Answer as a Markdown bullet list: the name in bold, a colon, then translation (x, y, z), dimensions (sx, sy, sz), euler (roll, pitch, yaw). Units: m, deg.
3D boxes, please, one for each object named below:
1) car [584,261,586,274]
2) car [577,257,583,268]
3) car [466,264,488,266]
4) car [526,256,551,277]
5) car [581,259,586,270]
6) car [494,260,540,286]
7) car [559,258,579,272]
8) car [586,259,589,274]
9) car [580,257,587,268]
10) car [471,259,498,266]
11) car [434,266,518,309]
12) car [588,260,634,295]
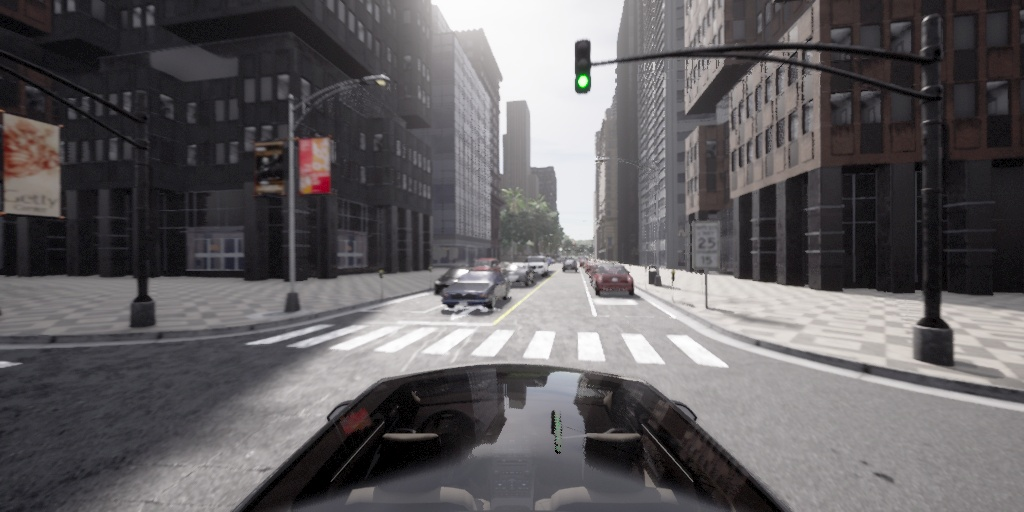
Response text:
- **car**: translation (7.271, 1.326, 30.082), dimensions (1.802, 1.307, 4.207), euler (0, 0, 10)
- **car**: translation (12.631, 1.313, 62.470), dimensions (1.812, 1.442, 4.674), euler (0, 0, 10)
- **car**: translation (-3.027, 1.357, 20.902), dimensions (1.948, 1.339, 4.313), euler (0, 0, 10)
- **car**: translation (2.378, 1.009, 35.957), dimensions (2.150, 2.045, 5.566), euler (0, 0, 11)
- **car**: translation (9.178, 1.300, 40.764), dimensions (1.888, 1.381, 4.507), euler (0, 0, 10)
- **car**: translation (0.497, 1.270, 25.493), dimensions (2.128, 1.511, 4.902), euler (0, 0, 10)
- **car**: translation (7.308, 1.303, 45.460), dimensions (1.812, 1.442, 4.674), euler (0, 0, 10)
- **car**: translation (6.318, 1.180, 24.742), dimensions (1.967, 1.591, 4.097), euler (0, 0, 10)
- **car**: translation (11.115, 1.294, 51.612), dimensions (1.751, 1.417, 4.829), euler (0, 0, 10)
- **car**: translation (-2.074, 1.110, 26.244), dimensions (2.192, 1.841, 5.009), euler (0, 0, 10)
- **car**: translation (-1.299, 1.317, 15.383), dimensions (2.033, 1.411, 5.357), euler (0, 0, 10)
- **car**: translation (5.365, 1.175, 19.402), dimensions (1.967, 1.591, 4.097), euler (0, 0, 10)
